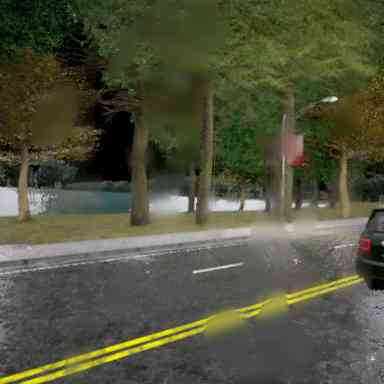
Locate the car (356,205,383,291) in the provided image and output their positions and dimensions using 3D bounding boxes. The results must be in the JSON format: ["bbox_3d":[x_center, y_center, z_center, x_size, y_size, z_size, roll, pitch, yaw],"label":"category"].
[{"bbox_3d":[6.198,1.295,8.115,5.566,2.045,2.150,0,-1,-37],"label":"car"}]
